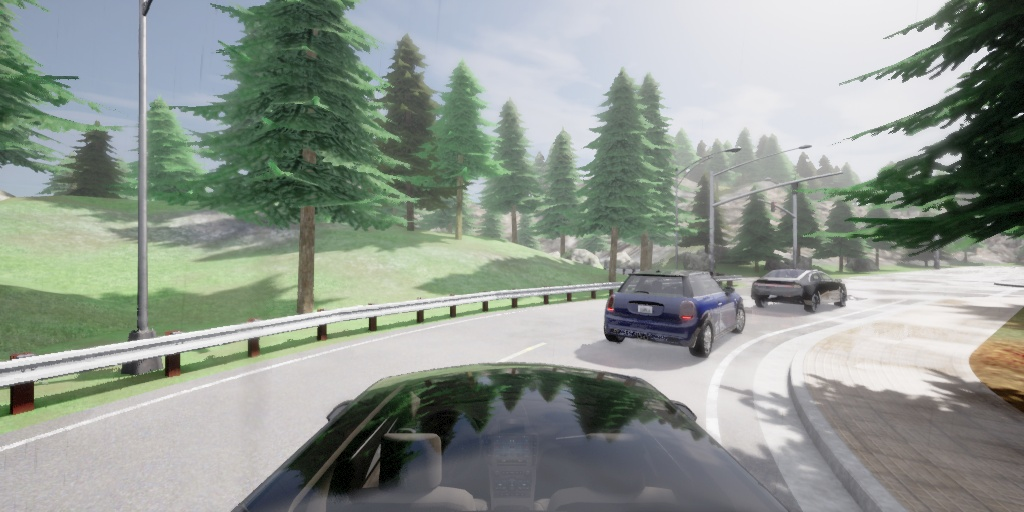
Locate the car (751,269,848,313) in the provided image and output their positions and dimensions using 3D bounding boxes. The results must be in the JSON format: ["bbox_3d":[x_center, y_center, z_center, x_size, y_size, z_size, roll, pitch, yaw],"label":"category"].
[{"bbox_3d":[11.341,1.256,14.091,4.902,1.511,2.128,0,0,-32],"label":"car"}]

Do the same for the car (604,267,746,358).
[{"bbox_3d":[4.162,1.109,8.877,2.097,1.767,4.553,0,0,43],"label":"car"}]
